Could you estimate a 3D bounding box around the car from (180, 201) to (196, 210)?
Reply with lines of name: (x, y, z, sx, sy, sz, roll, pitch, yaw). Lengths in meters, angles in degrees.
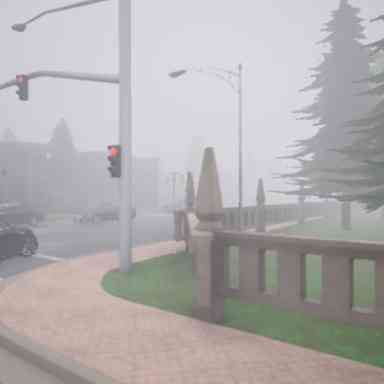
car: (1.275, 1.573, 34.779, 1.837, 1.490, 4.892, 0, -1, 36)

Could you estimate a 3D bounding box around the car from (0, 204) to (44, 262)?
car: (-6.694, 1.392, 10.235, 2.097, 1.767, 4.553, 0, 0, 0)

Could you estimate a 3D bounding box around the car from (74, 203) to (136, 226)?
car: (-6.246, 1.559, 24.313, 2.128, 1.511, 4.902, 0, 0, 36)

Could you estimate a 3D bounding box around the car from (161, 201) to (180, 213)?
car: (-1.539, 1.644, 36.861, 1.994, 1.385, 4.181, 0, 0, 36)
